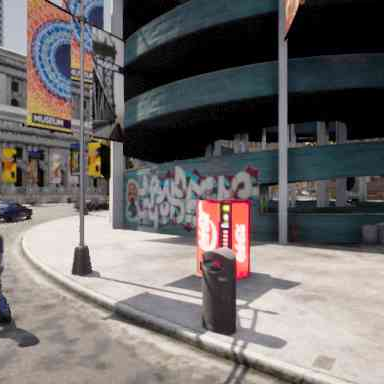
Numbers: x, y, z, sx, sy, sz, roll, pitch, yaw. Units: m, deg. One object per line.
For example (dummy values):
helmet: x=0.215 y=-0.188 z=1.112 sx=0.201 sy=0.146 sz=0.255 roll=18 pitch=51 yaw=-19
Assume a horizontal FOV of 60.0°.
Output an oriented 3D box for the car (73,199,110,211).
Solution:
car: x=-11.915 y=1.546 z=40.411 sx=2.033 sy=1.411 sz=5.357 roll=0 pitch=0 yaw=24

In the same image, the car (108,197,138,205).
car: x=-12.399 y=1.611 z=59.846 sx=2.033 sy=1.411 sz=5.357 roll=0 pitch=0 yaw=34

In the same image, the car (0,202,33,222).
car: x=-14.285 y=1.524 z=26.160 sx=1.812 sy=1.442 sz=4.674 roll=0 pitch=0 yaw=-3

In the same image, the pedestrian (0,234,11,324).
pedestrian: x=-3.328 y=1.294 z=5.544 sx=0.375 sy=1.860 sz=0.375 roll=0 pitch=0 yaw=-44

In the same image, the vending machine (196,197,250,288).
vending machine: x=0.792 y=1.195 z=8.448 sx=0.880 sy=2.100 sz=1.100 roll=0 pitch=0 yaw=45
